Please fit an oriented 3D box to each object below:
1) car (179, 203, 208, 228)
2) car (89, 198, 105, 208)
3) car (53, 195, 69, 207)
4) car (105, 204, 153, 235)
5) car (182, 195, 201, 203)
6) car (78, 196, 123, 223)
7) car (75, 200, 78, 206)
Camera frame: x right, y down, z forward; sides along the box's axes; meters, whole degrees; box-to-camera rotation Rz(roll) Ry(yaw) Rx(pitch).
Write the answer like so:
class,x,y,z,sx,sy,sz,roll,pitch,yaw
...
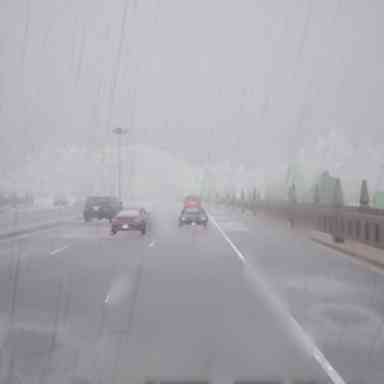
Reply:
class,x,y,z,sx,sy,sz,roll,pitch,yaw
car,0.099,1.696,22.986,1.895,1.301,4.718,0,0,0
car,-15.374,1.792,53.863,1.837,1.490,4.892,0,0,-9
car,-23.900,1.578,60.817,2.150,2.045,5.566,0,-1,-14
car,-3.402,1.603,19.302,1.812,1.442,4.674,0,0,0
car,-0.002,1.419,41.390,2.150,2.045,5.566,0,0,-1
car,-6.901,1.334,26.545,2.150,2.045,5.566,0,0,0
car,-20.527,1.918,61.752,1.994,1.385,4.181,0,0,-14
